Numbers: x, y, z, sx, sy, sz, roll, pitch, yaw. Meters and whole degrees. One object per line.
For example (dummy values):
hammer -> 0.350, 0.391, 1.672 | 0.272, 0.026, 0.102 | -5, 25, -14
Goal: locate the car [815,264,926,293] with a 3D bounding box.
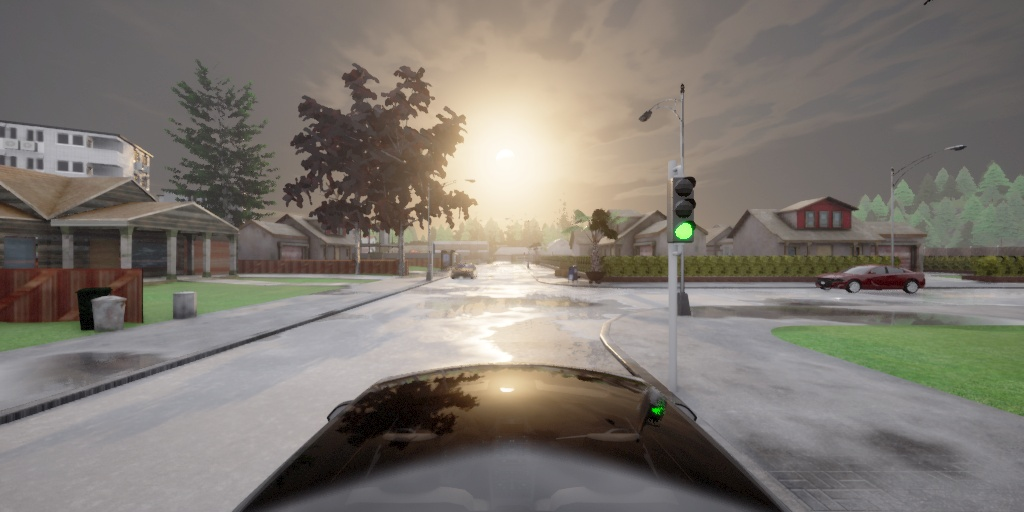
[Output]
car -> 19.819, 1.227, 19.965 | 5.008, 1.535, 1.882 | 0, 0, 0

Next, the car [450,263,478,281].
car -> -4.001, 1.306, 30.838 | 2.033, 1.411, 5.357 | 0, 0, 0
